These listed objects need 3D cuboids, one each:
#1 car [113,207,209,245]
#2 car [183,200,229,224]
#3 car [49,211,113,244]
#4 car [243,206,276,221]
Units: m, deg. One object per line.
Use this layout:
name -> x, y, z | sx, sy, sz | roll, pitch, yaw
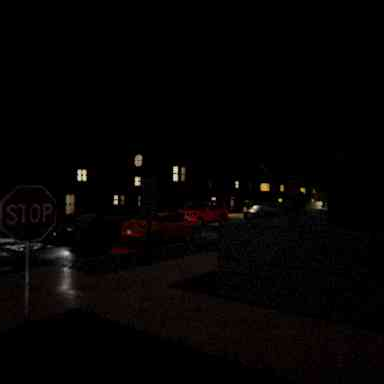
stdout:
car -> -1.461, 1.813, 17.757 | 1.882, 1.535, 5.008 | 2, 0, 38
car -> 0.738, 1.654, 25.450 | 2.150, 2.045, 5.566 | 2, 0, 36
car -> -5.081, 1.743, 17.500 | 1.812, 1.442, 4.674 | 2, 0, 36
car -> 6.934, 2.157, 33.877 | 2.128, 1.511, 4.902 | 2, 0, 36
